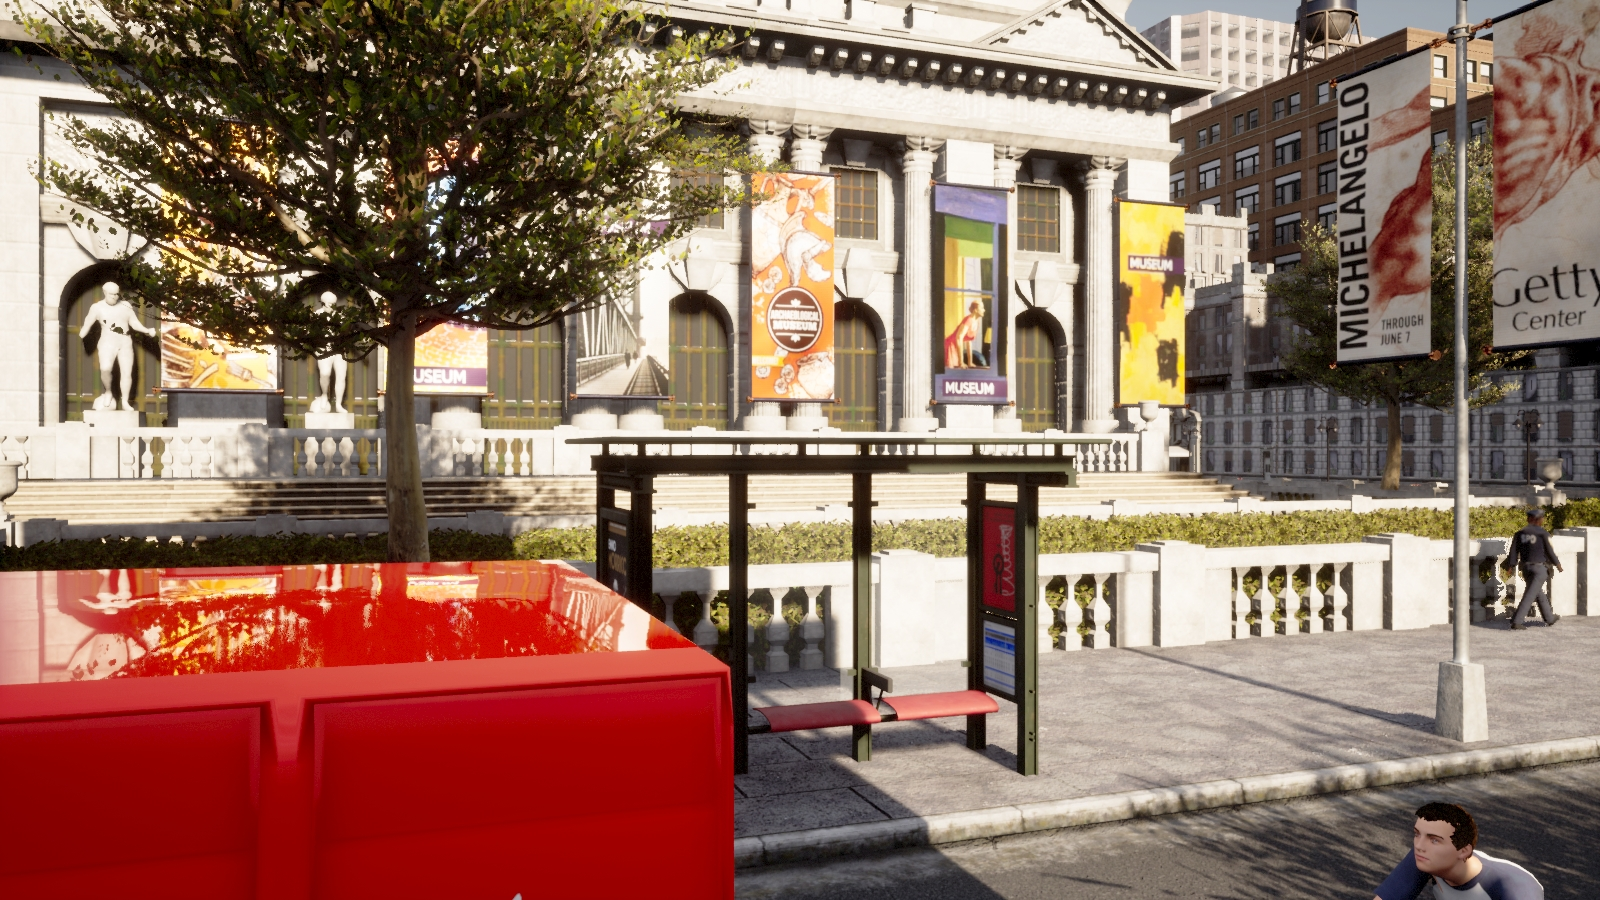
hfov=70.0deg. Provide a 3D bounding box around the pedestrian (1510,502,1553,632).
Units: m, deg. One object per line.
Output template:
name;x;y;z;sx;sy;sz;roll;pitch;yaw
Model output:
pedestrian;10.742;1.702;16.784;0.375;1.860;0.375;0;0;-22

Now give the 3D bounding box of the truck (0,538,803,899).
truck;-2.888;1.568;2.235;5.204;2.467;2.627;0;0;-20
